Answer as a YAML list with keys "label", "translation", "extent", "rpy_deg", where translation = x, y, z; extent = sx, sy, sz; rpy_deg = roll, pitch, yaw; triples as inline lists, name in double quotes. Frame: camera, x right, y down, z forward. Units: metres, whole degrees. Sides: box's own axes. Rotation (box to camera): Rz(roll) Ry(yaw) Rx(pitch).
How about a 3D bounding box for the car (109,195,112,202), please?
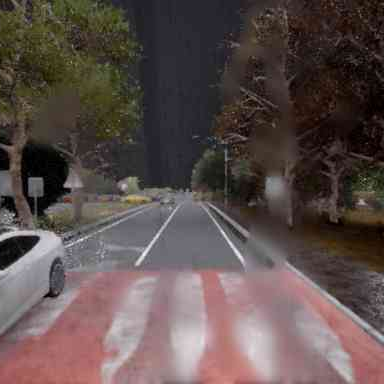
- label: "car"
  translation: [-23.623, 1.763, 83.679]
  extent: [5.008, 1.535, 2.097]
  rpy_deg: [0, -1, 0]

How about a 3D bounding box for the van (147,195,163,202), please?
- label: "van"
  translation: [-10.456, 1.810, 94.628]
  extent: [4.442, 1.987, 1.878]
  rpy_deg: [0, -1, 0]

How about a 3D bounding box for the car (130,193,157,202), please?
- label: "car"
  translation: [-10.495, 1.214, 72.427]
  extent: [5.566, 2.045, 2.435]
  rpy_deg: [0, -1, 0]

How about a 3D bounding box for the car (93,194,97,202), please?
- label: "car"
  translation: [-23.413, 1.406, 69.835]
  extent: [5.366, 1.575, 1.946]
  rpy_deg: [0, -1, 0]

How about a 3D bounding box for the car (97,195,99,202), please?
- label: "car"
  translation: [-23.597, 1.480, 72.601]
  extent: [4.892, 1.521, 2.231]
  rpy_deg: [0, -1, 0]

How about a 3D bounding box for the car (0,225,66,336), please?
- label: "car"
  translation: [-3.374, 1.348, 4.808]
  extent: [1.812, 1.442, 4.674]
  rpy_deg: [-1, 6, 0]

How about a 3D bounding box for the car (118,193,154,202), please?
- label: "car"
  translation: [-10.314, 1.226, 61.334]
  extent: [5.366, 1.575, 1.946]
  rpy_deg: [0, -1, 0]

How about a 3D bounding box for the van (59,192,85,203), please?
- label: "van"
  translation: [-23.703, 1.061, 64.180]
  extent: [4.442, 1.987, 1.878]
  rpy_deg: [0, -1, 0]

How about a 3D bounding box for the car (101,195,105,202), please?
- label: "car"
  translation: [-23.585, 1.496, 78.143]
  extent: [4.553, 1.767, 2.185]
  rpy_deg: [0, -1, 0]

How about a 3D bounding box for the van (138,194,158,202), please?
- label: "van"
  translation: [-10.659, 1.453, 80.751]
  extent: [4.442, 1.987, 1.878]
  rpy_deg: [0, -1, 0]

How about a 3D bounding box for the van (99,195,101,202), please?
- label: "van"
  translation: [-23.727, 1.324, 75.376]
  extent: [4.442, 1.987, 1.878]
  rpy_deg: [0, -1, 0]

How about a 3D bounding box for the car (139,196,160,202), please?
- label: "car"
  translation: [-10.553, 1.750, 83.521]
  extent: [5.008, 1.535, 2.097]
  rpy_deg: [0, -1, 0]

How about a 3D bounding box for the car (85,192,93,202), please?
- label: "car"
  translation: [-23.620, 1.093, 67.072]
  extent: [5.566, 2.045, 2.435]
  rpy_deg: [0, -1, 0]

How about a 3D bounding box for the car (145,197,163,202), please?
- label: "car"
  translation: [-10.569, 2.004, 91.846]
  extent: [4.674, 1.452, 2.002]
  rpy_deg: [0, -1, 0]

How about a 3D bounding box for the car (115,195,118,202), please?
- label: "car"
  translation: [-23.462, 1.974, 91.988]
  extent: [5.366, 1.575, 1.946]
  rpy_deg: [0, -1, 0]

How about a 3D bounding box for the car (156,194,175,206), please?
- label: "car"
  translation: [-3.453, 1.129, 47.194]
  extent: [2.128, 1.511, 4.902]
  rpy_deg: [0, 0, 0]

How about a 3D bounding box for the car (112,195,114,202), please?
- label: "car"
  translation: [-23.628, 1.836, 86.448]
  extent: [4.892, 1.521, 2.231]
  rpy_deg: [0, -1, 0]

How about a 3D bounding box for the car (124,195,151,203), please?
- label: "car"
  translation: [-10.511, 1.278, 64.102]
  extent: [4.892, 1.521, 2.231]
  rpy_deg: [0, -1, 0]

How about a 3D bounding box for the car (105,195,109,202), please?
- label: "car"
  translation: [-23.617, 1.689, 80.784]
  extent: [5.008, 1.535, 2.097]
  rpy_deg: [0, -1, 0]
